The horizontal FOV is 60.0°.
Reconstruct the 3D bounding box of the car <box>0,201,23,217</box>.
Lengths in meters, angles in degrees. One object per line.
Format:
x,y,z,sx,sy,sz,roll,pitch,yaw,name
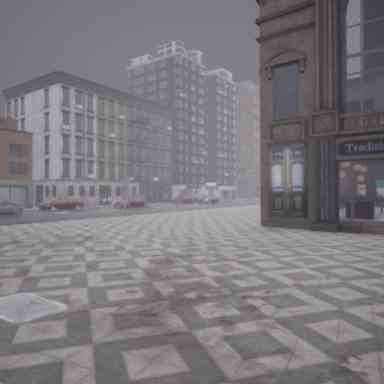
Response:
-16.970,1.500,28.793,1.994,1.385,4.181,0,0,36,car

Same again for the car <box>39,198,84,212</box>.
-14.696,1.417,37.587,1.882,1.535,5.008,0,0,35,car

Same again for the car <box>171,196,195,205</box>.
-1.568,1.370,55.898,1.882,1.535,5.008,0,0,36,car

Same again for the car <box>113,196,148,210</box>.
-7.678,1.255,41.832,2.097,1.767,4.553,0,0,36,car

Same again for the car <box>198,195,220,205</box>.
2.861,1.229,56.465,2.097,1.767,4.553,0,0,35,car
